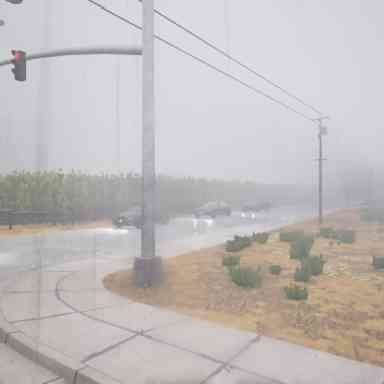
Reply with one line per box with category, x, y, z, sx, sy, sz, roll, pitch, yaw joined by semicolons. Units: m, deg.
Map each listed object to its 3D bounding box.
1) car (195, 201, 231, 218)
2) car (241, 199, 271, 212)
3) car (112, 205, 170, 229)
car;2.040;1.561;30.580;1.812;1.442;4.674;0;0;33
car;7.684;1.582;39.351;2.033;1.411;5.357;0;0;33
car;-3.335;1.599;22.265;1.994;1.385;4.181;0;0;33
